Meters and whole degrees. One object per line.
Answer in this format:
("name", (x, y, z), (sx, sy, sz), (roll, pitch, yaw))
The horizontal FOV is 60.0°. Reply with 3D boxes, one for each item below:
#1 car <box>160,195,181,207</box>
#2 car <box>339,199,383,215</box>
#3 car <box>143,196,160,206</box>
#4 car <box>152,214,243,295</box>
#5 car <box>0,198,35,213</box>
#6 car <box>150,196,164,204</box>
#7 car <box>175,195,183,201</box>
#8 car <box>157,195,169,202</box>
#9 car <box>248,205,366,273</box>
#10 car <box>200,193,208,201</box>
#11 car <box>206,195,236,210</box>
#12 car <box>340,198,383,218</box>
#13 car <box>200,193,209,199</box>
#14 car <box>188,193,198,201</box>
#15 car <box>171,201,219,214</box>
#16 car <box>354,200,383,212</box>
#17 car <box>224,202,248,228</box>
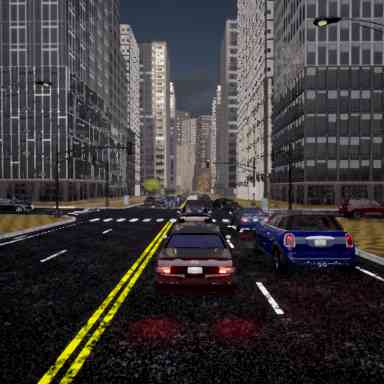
("car", (-3.221, 1.317, 50.561), (2.097, 1.767, 4.553), (0, 0, -1))
("car", (19.013, 1.639, 36.638), (4.892, 1.490, 1.837), (1, 1, 1))
("car", (-6.489, 1.468, 52.401), (1.837, 1.490, 4.892), (0, 0, 0))
("car", (0.110, 1.544, 8.881), (2.033, 1.411, 5.357), (0, 0, 1))
("car", (-18.761, 1.340, 34.140), (4.902, 1.511, 2.128), (1, 1, 1))
("car", (-6.436, 1.499, 62.281), (2.033, 1.411, 5.357), (0, 0, 0))
("car", (-3.092, 1.429, 79.535), (1.837, 1.490, 4.892), (0, 0, 0))
("car", (-6.355, 1.478, 72.951), (2.033, 1.411, 5.357), (0, 0, 0))
("car", (3.370, 1.347, 10.851), (2.097, 1.767, 4.553), (0, 0, 0))
("car", (3.414, 1.395, 81.721), (1.882, 1.535, 5.008), (0, 0, 0))
("car", (3.984, 1.453, 42.443), (1.837, 1.490, 4.892), (-3, 1, -23))
("car", (16.262, 1.518, 30.907), (5.009, 1.841, 2.192), (1, 0, 1))
("car", (3.435, 1.096, 92.110), (2.097, 1.767, 4.553), (0, 0, 0))
("car", (0.153, 1.159, 75.550), (2.150, 2.045, 5.566), (0, 0, 0))
("car", (0.137, 1.482, 18.626), (2.128, 1.511, 4.902), (0, 0, 0))
("car", (21.888, 1.642, 39.183), (4.829, 1.417, 1.752), (1, 0, 1))
("car", (3.391, 1.537, 20.235), (2.033, 1.411, 5.357), (0, 0, 0))
